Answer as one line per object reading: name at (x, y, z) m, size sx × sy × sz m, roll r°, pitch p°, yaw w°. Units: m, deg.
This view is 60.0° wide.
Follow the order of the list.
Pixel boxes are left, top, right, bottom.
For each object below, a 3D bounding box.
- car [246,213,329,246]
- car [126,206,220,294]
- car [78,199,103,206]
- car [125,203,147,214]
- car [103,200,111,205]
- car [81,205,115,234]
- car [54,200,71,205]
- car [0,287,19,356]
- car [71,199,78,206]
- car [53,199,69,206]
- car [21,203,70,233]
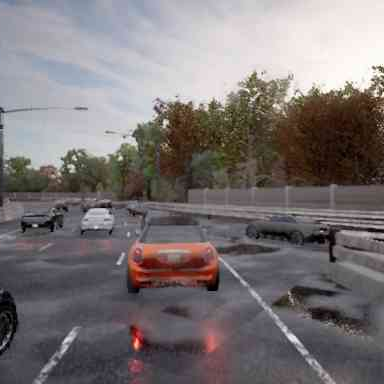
car at (4.615, 1.738, 16.414) m, size 1.994 × 1.385 × 4.181 m, roll 0°, pitch -1°, yaw -35°
car at (-0.565, 1.455, 9.319) m, size 2.097 × 1.767 × 4.553 m, roll 0°, pitch 0°, yaw -5°
car at (-13.719, 1.841, 44.746) m, size 2.097 × 1.767 × 4.553 m, roll 0°, pitch -1°, yaw -24°
car at (-5.766, 1.872, 35.147) m, size 2.128 × 1.511 × 4.902 m, roll 0°, pitch -1°, yaw -23°
car at (-14.481, 2.064, 53.826) m, size 1.882 × 1.535 × 5.008 m, roll 0°, pitch -1°, yaw -29°
car at (-5.840, 1.754, 20.881) m, size 1.812 × 1.442 × 4.674 m, roll 0°, pitch -1°, yaw -11°
car at (-18.925, 2.027, 47.467) m, size 1.837 × 1.490 × 4.892 m, roll 0°, pitch -1°, yaw -27°
car at (-3.595, 1.604, 3.420) m, size 1.994 × 1.385 × 4.181 m, roll 0°, pitch -1°, yaw -2°
car at (-24.374, 2.150, 68.952) m, size 2.033 × 1.411 × 5.357 m, roll 0°, pitch -1°, yaw -40°
car at (-29.461, 2.376, 74.950) m, size 1.994 × 1.385 × 4.181 m, roll 1°, pitch -1°, yaw -43°
car at (-9.558, 1.729, 21.537) m, size 2.128 × 1.511 × 4.902 m, roll 0°, pitch -1°, yaw -12°
